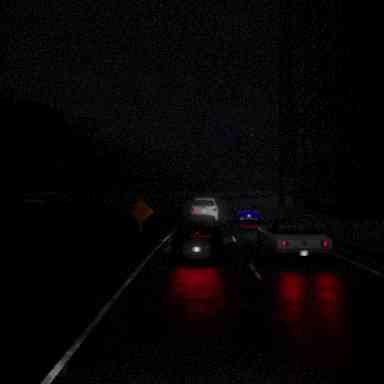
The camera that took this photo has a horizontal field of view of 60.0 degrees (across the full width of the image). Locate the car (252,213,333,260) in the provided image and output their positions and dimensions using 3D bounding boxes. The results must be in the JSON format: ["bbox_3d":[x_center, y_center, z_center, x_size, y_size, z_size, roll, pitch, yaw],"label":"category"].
[{"bbox_3d":[3.757,1.735,13.052,1.895,1.301,4.718,0,-1,3],"label":"car"}]

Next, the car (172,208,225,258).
[{"bbox_3d":[0.274,1.643,13.426,1.837,1.490,4.892,0,0,3],"label":"car"}]

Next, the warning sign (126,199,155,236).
[{"bbox_3d":[-2.634,1.287,17.253,1.300,1.860,1.060,0,0,3],"label":"warning sign"}]

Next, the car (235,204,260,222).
[{"bbox_3d":[4.751,1.749,28.792,1.882,1.535,5.008,0,0,6],"label":"car"}]

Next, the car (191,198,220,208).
[{"bbox_3d":[1.099,1.480,27.398,2.150,2.045,5.566,0,0,5],"label":"car"}]
